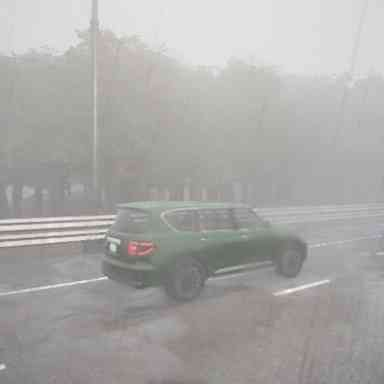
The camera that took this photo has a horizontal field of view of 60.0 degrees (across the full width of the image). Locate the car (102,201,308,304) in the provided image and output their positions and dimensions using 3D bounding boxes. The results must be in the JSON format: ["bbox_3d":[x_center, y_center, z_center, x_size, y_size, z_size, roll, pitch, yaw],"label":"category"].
[{"bbox_3d":[0.552,1.238,8.453,5.566,2.045,2.150,0,0,-36],"label":"car"}]
